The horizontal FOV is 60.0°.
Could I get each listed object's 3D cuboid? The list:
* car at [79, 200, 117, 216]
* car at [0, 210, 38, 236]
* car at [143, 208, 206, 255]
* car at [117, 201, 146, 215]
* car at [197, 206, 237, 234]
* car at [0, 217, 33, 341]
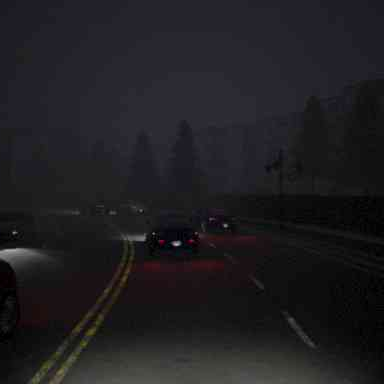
[{"bbox_3d":[-9.858,1.573,33.445,2.128,1.511,4.902,0,0,-37],"label":"car"},{"bbox_3d":[-8.647,1.586,15.875,2.033,1.411,5.357,0,0,-16],"label":"car"},{"bbox_3d":[-0.896,1.559,13.427,1.812,1.442,4.674,0,0,-9],"label":"car"},{"bbox_3d":[-6.378,1.610,34.610,1.812,1.442,4.674,0,0,-36],"label":"car"},{"bbox_3d":[1.120,1.574,19.705,1.812,1.442,4.674,0,0,-16],"label":"car"},{"bbox_3d":[-3.763,1.361,3.439,2.097,1.767,4.553,0,0,-2],"label":"car"}]
